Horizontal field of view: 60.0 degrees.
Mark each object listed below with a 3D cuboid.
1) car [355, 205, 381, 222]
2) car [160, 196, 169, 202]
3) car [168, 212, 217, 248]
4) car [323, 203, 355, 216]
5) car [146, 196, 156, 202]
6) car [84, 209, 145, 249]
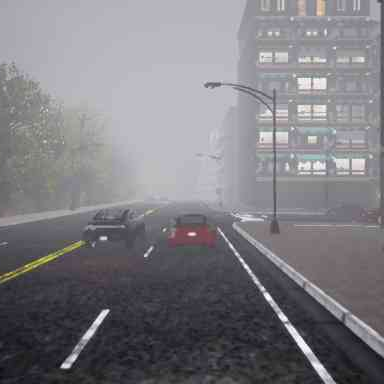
[{"bbox_3d":[16.349,1.827,27.383,4.507,1.381,1.887,1,-1,0],"label":"car"},{"bbox_3d":[-6.499,1.615,78.653,1.895,1.301,4.718,0,0,0],"label":"car"},{"bbox_3d":[0.001,1.572,14.650,1.994,1.385,4.181,0,0,0],"label":"car"},{"bbox_3d":[16.299,1.865,35.729,4.206,1.307,1.802,1,-1,0],"label":"car"},{"bbox_3d":[-9.749,1.615,78.652,1.895,1.301,4.718,0,0,0],"label":"car"},{"bbox_3d":[-3.250,1.495,14.650,2.128,1.511,4.902,0,0,0],"label":"car"}]
